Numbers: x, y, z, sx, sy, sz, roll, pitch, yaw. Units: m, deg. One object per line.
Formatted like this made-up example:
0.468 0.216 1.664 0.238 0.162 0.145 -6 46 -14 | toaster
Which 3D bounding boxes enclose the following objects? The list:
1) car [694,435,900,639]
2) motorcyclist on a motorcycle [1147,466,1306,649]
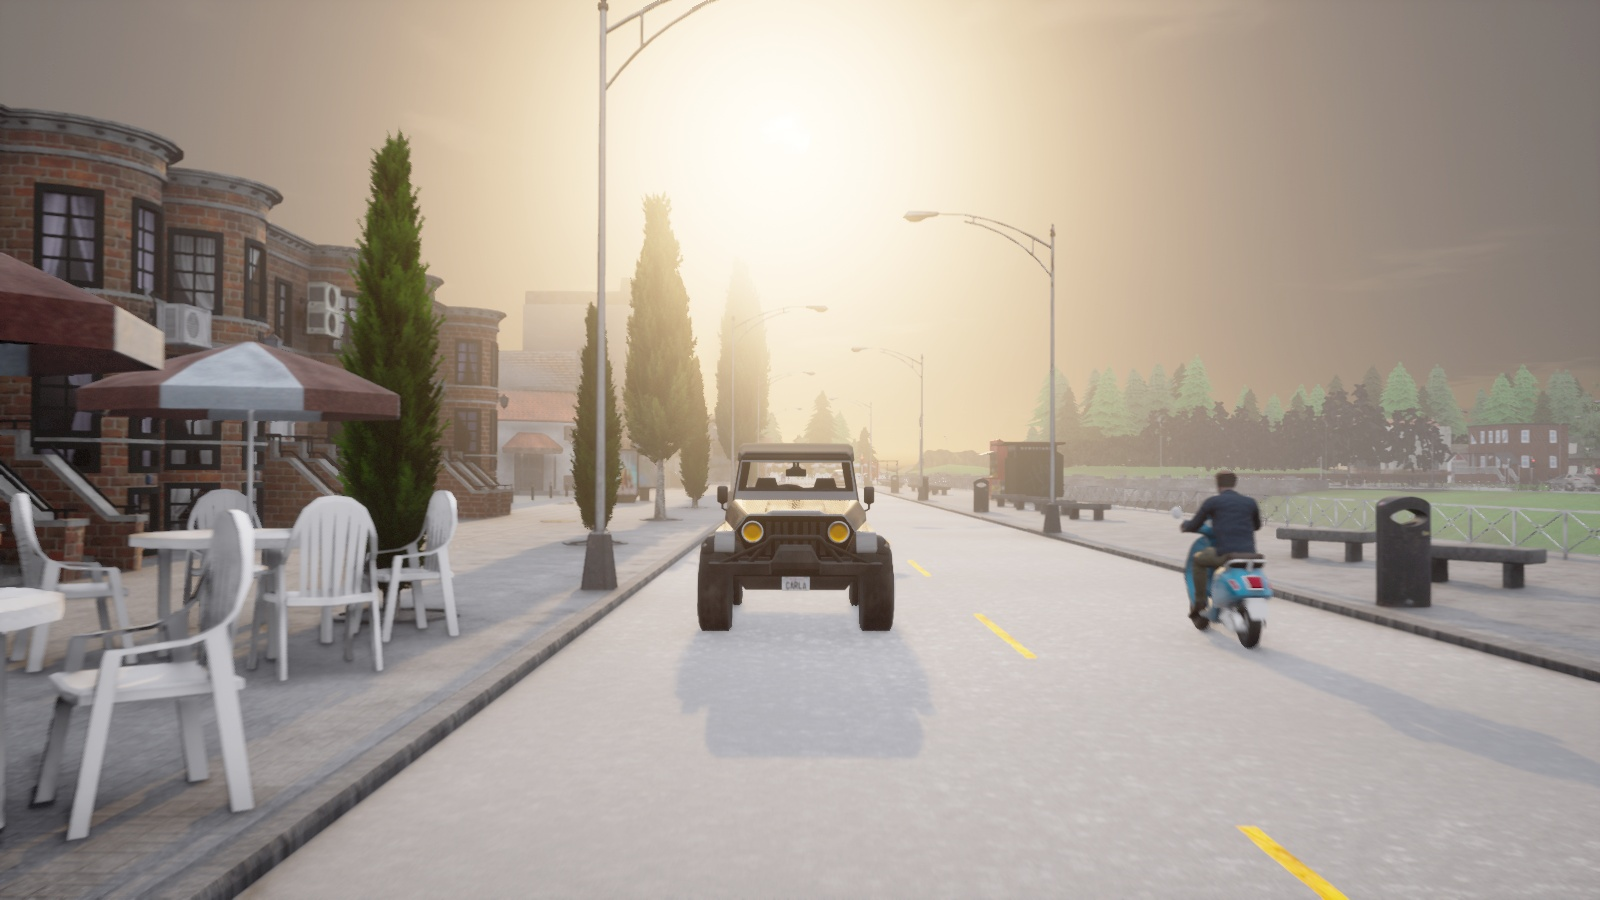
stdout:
-0.036 0.838 13.583 1.905 1.878 3.866 0 -1 0 | car
3.968 0.951 11.857 0.866 1.590 1.817 0 -1 0 | motorcyclist on a motorcycle
